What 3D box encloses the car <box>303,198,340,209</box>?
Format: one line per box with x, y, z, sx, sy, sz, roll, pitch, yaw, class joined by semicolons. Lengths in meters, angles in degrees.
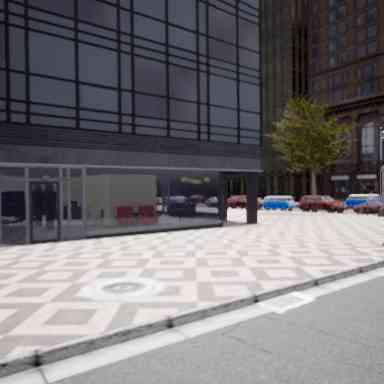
17.392;1.455;44.778;1.947;1.339;4.313;-2;1;-35;car

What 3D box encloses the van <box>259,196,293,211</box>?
10.450;1.378;39.821;1.690;1.788;3.998;-2;1;-35;van

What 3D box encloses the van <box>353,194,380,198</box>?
20.682;1.174;40.152;1.690;1.788;3.998;-2;1;-35;van

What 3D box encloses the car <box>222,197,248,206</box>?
7.502;1.592;58.651;1.887;1.381;4.507;-2;1;-35;car

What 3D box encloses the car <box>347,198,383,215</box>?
17.050;1.504;30.573;1.802;1.307;4.206;-2;1;-35;car

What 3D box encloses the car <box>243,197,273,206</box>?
10.699;1.523;54.165;1.752;1.417;4.829;-2;1;-35;car

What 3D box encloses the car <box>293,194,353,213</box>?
13.745;1.295;35.196;2.192;1.841;5.009;-2;1;-35;car

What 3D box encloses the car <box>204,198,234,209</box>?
3.862;1.694;49.072;2.008;1.369;4.403;-2;1;-35;car

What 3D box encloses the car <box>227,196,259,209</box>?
7.152;1.406;44.446;2.192;1.841;5.009;-2;1;-35;car
